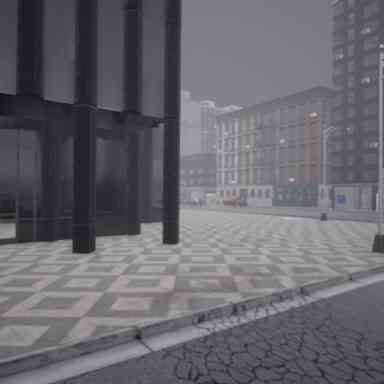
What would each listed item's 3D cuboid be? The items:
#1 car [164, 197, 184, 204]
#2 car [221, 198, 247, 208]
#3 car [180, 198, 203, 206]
[{"bbox_3d":[-3.822,1.780,69.704,1.837,1.490,4.892,1,-1,-35],"label":"car"},{"bbox_3d":[6.896,1.726,54.654,1.882,1.535,5.008,1,0,-35],"label":"car"},{"bbox_3d":[0.137,1.746,58.439,1.812,1.442,4.674,1,-1,-35],"label":"car"}]
